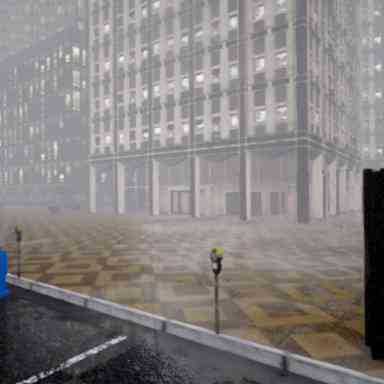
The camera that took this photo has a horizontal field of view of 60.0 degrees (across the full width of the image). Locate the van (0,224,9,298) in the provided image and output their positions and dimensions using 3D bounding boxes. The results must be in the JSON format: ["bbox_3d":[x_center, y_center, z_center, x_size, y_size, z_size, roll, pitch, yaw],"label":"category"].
[{"bbox_3d":[-5.358,1.364,6.706,3.998,1.788,1.690,0,-1,35],"label":"van"}]
